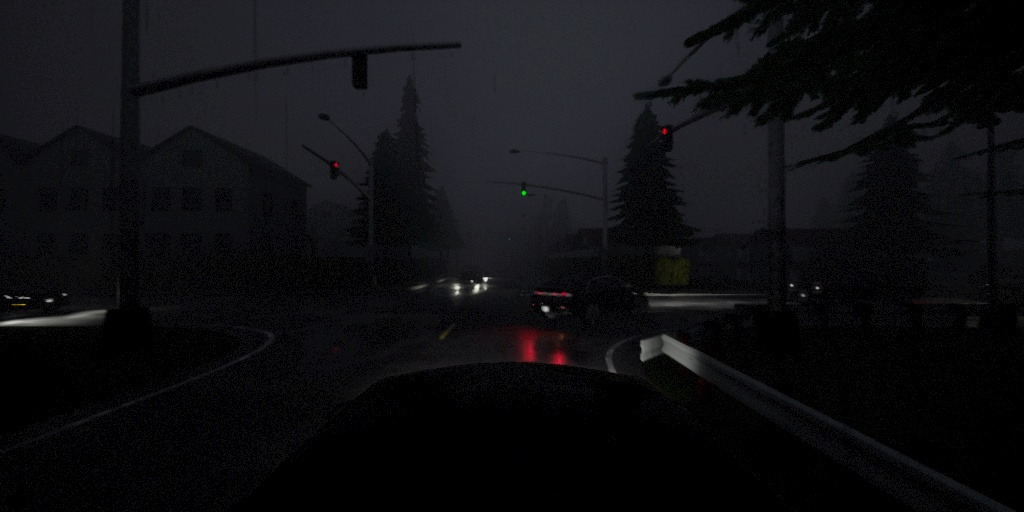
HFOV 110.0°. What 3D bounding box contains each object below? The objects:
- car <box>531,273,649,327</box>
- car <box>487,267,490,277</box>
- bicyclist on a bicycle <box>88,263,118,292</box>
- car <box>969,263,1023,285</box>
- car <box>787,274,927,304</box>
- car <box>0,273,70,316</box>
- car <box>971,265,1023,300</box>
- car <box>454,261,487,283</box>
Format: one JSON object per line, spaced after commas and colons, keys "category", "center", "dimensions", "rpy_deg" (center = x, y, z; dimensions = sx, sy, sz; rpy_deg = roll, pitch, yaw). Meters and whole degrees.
{"category": "car", "center": [2.742, 1.326, 12.010], "dimensions": [4.902, 1.511, 2.128], "rpy_deg": [1, -2, -43]}
{"category": "car", "center": [-3.596, 1.627, 41.308], "dimensions": [1.812, 1.442, 4.674], "rpy_deg": [0, 0, 0]}
{"category": "bicyclist on a bicycle", "center": [-22.939, 1.198, 20.234], "dimensions": [0.582, 1.620, 1.656], "rpy_deg": [0, 0, 0]}
{"category": "car", "center": [32.474, 1.284, 22.970], "dimensions": [2.097, 1.767, 4.553], "rpy_deg": [0, -1, 17]}
{"category": "car", "center": [15.318, 1.465, 16.165], "dimensions": [4.718, 1.301, 1.895], "rpy_deg": [0, -1, 0]}
{"category": "car", "center": [-18.807, 1.336, 12.723], "dimensions": [4.892, 1.490, 1.837], "rpy_deg": [0, -1, 0]}
{"category": "car", "center": [24.645, 1.349, 16.826], "dimensions": [5.008, 1.535, 1.882], "rpy_deg": [0, -1, -15]}
{"category": "car", "center": [-3.598, 1.493, 31.611], "dimensions": [1.882, 1.535, 5.008], "rpy_deg": [0, -1, 0]}
